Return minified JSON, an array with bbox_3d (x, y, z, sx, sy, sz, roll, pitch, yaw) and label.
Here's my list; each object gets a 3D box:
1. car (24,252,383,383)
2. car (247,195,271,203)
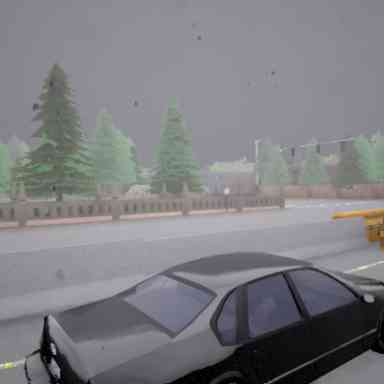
[{"bbox_3d":[0.855,1.551,4.354,5.357,1.411,2.033,0,0,-35],"label":"car"},{"bbox_3d":[9.103,0.951,49.481,2.033,1.411,5.357,-1,1,-35],"label":"car"}]
